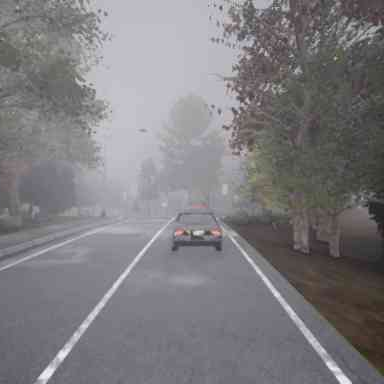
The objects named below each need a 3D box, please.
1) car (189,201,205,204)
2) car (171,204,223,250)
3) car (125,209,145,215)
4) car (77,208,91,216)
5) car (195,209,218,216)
[{"bbox_3d":[0.518,1.595,30.591,2.097,1.767,4.553,0,-3,4],"label":"car"},{"bbox_3d":[0.144,1.386,13.349,2.033,1.411,5.357,0,0,-1],"label":"car"},{"bbox_3d":[-12.764,4.506,75.034,4.674,1.442,1.812,1,-4,-37],"label":"car"},{"bbox_3d":[-19.091,3.554,58.956,2.128,1.511,4.902,0,-4,-8],"label":"car"},{"bbox_3d":[3.364,4.655,77.064,5.008,1.535,1.882,-1,-4,20],"label":"car"}]
